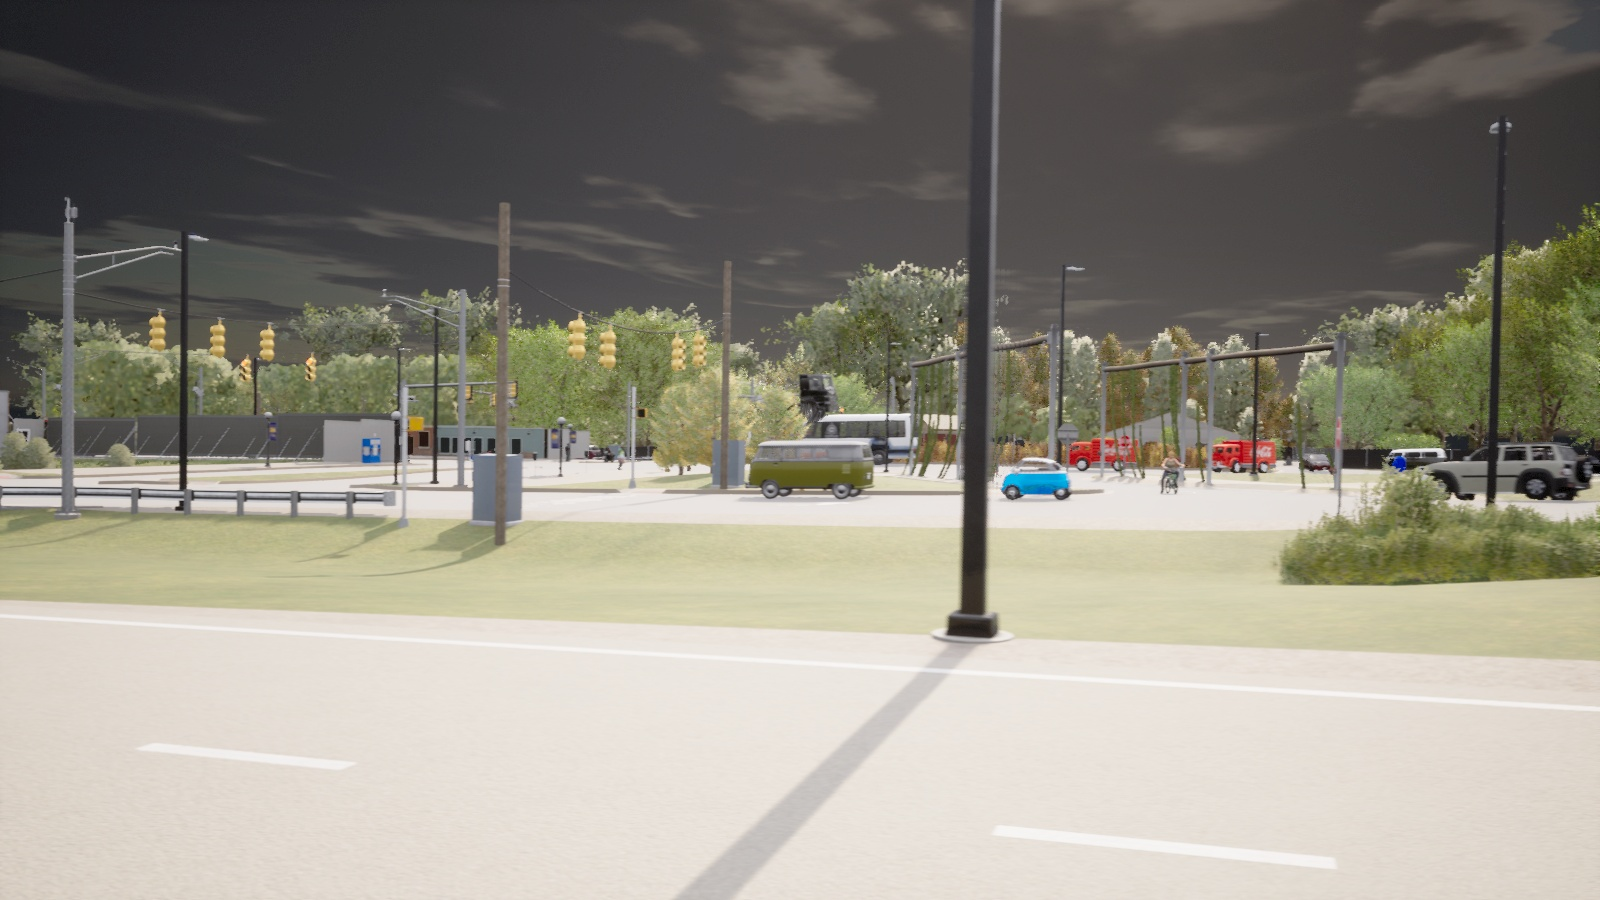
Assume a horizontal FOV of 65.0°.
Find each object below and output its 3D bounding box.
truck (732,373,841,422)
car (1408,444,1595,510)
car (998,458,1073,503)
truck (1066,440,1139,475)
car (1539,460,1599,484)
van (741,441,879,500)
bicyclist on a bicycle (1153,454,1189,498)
[{"bbox_3d":[-1.059,-4.162,99.005,7.936,3.462,2.891,-2,3,17],"label":"truck"},{"bbox_3d":[21.412,0.853,38.477,1.932,1.855,4.605,4,-4,-37],"label":"car"},{"bbox_3d":[7.712,0.985,41.112,2.207,1.376,1.481,0,1,19],"label":"car"},{"bbox_3d":[23.021,0.545,95.509,5.204,2.467,2.627,1,2,16],"label":"truck"},{"bbox_3d":[47.360,1.316,76.044,4.718,1.301,1.895,0,1,-18],"label":"car"},{"bbox_3d":[0.368,0.673,43.533,4.442,1.987,1.775,0,1,18],"label":"van"},{"bbox_3d":[13.912,0.953,47.126,0.866,1.612,1.509,1,-1,-1],"label":"bicyclist on a bicycle"}]
